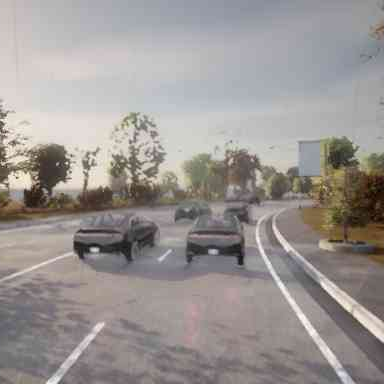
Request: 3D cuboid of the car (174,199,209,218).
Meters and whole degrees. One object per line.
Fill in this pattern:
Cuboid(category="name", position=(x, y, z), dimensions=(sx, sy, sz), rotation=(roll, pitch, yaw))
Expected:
Cuboid(category="car", position=(0.171, 1.378, 26.644), dimensions=(2.097, 1.767, 4.553), rotation=(0, 0, 15))

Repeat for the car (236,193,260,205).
Cuboid(category="car", position=(10.584, 1.293, 60.315), dimensions=(2.150, 2.045, 5.566), rotation=(0, 0, 32))

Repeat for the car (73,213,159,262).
Cuboid(category="car", position=(-2.551, 1.501, 12.236), dimensions=(2.128, 1.511, 4.902), rotation=(0, 0, 8))

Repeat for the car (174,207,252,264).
Cuboid(category="car", position=(0.939, 1.506, 11.947), dimensions=(2.128, 1.511, 4.902), rotation=(0, 0, 8))

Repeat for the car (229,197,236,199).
Cuboid(category="car", position=(7.709, 1.659, 62.335), dimensions=(1.895, 1.301, 4.718), rotation=(0, 0, 32))

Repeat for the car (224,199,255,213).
Cuboid(category="car", position=(3.620, 1.541, 26.021), dimensions=(1.837, 1.490, 4.892), rotation=(0, 0, 15))
